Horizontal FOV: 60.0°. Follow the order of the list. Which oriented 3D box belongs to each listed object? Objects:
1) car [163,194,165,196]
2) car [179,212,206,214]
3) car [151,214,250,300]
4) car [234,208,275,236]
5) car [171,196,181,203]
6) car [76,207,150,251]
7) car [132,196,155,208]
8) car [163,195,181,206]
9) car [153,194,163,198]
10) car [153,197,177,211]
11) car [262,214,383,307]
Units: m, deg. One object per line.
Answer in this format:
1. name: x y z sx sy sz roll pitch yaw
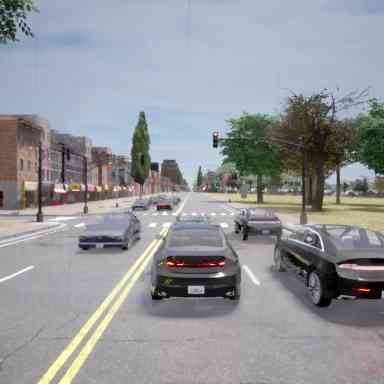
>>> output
1. car: -6.495 1.244 70.513 2.097 1.767 4.553 0 1 0
2. car: 0.053 1.689 17.733 1.895 1.301 4.718 0 0 0
3. car: 0.082 1.531 8.428 1.837 1.490 4.892 0 0 0
4. car: 3.299 1.577 17.196 2.128 1.511 4.902 0 0 0
5. car: -3.245 1.488 70.169 1.895 1.301 4.718 0 1 0
6. car: -3.350 1.616 14.733 2.033 1.411 5.357 0 0 0
7. car: -6.593 1.657 43.770 2.033 1.411 5.357 0 0 0
8. car: -3.333 1.585 55.878 1.994 1.385 4.181 0 1 0
9. car: -6.583 1.516 56.956 1.837 1.490 4.892 0 1 0
10. car: -3.346 1.717 42.045 1.895 1.301 4.718 0 0 0
11. car: 3.331 1.515 7.986 2.128 1.511 4.902 0 0 0
